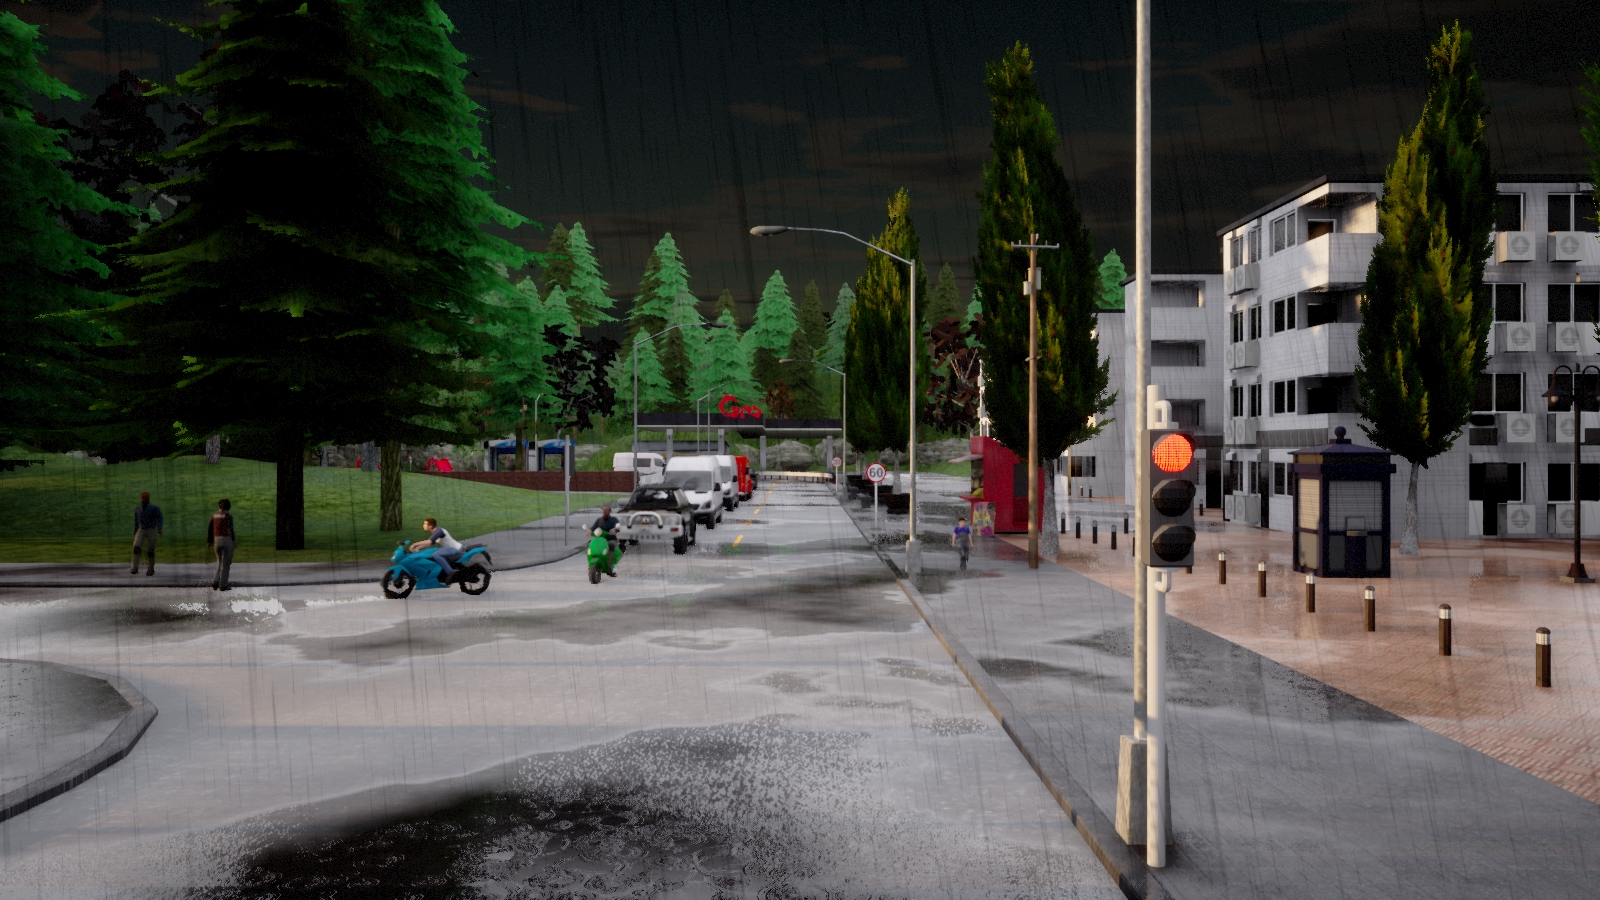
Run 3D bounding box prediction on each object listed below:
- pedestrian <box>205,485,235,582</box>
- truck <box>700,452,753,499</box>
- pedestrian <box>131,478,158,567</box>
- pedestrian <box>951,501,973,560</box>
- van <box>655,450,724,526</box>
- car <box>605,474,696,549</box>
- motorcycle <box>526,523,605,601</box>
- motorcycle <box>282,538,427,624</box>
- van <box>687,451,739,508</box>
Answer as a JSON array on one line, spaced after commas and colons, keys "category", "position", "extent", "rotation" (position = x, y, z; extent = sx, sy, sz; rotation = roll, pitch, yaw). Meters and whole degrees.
[{"category": "pedestrian", "position": [-11.337, 1.625, 22.331], "extent": [0.375, 1.860, 0.375], "rotation": [0, 0, 8]}, {"category": "truck", "position": [-3.989, 1.337, 62.884], "extent": [2.627, 2.467, 5.204], "rotation": [0, 0, 0]}, {"category": "pedestrian", "position": [-13.800, 1.520, 24.068], "extent": [0.375, 1.860, 0.375], "rotation": [0, 0, -8]}, {"category": "pedestrian", "position": [3.623, 1.800, 25.562], "extent": [0.375, 1.300, 0.375], "rotation": [0, 0, -12]}, {"category": "van", "position": [-4.013, 1.304, 42.394], "extent": [1.988, 2.561, 5.915], "rotation": [0, 1, 0]}, {"category": "car", "position": [-4.060, 1.639, 31.740], "extent": [1.932, 1.855, 4.605], "rotation": [0, 0, 0]}, {"category": "motorcycle", "position": [-4.149, 1.958, 20.359], "extent": [0.856, 1.236, 1.805], "rotation": [0, -1, 7]}, {"category": "motorcycle", "position": [-6.872, 1.989, 17.634], "extent": [2.033, 1.145, 0.803], "rotation": [-1, -1, -25]}, {"category": "van", "position": [-4.005, 1.306, 53.454], "extent": [1.988, 2.561, 5.915], "rotation": [0, 0, 0]}]
